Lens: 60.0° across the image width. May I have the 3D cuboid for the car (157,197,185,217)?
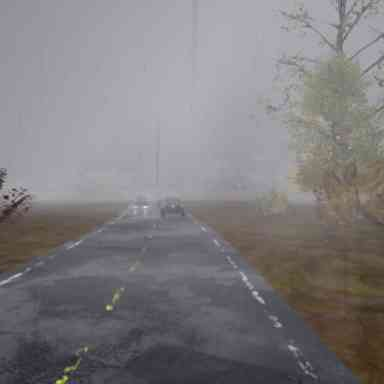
[{"bbox_3d":[-1.875,1.278,30.864,2.097,1.767,4.553,0,0,-7],"label":"car"}]

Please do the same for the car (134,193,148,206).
[{"bbox_3d":[-7.861,1.393,51.429,1.837,1.490,4.892,0,0,-8],"label":"car"}]

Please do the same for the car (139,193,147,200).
[{"bbox_3d":[-13.220,1.163,89.255,2.097,1.767,4.553,0,0,-8],"label":"car"}]
